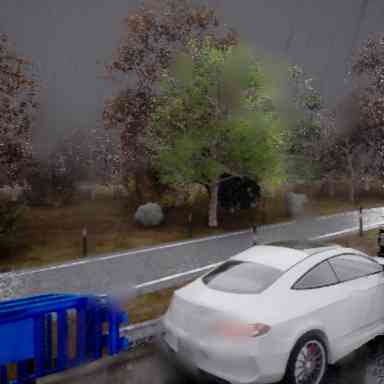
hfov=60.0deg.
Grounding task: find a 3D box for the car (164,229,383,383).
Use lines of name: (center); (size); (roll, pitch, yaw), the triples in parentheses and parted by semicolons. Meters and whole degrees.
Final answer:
car: (1.800, 1.460, 5.053); (4.674, 1.452, 2.002); (-3, 0, -35)
